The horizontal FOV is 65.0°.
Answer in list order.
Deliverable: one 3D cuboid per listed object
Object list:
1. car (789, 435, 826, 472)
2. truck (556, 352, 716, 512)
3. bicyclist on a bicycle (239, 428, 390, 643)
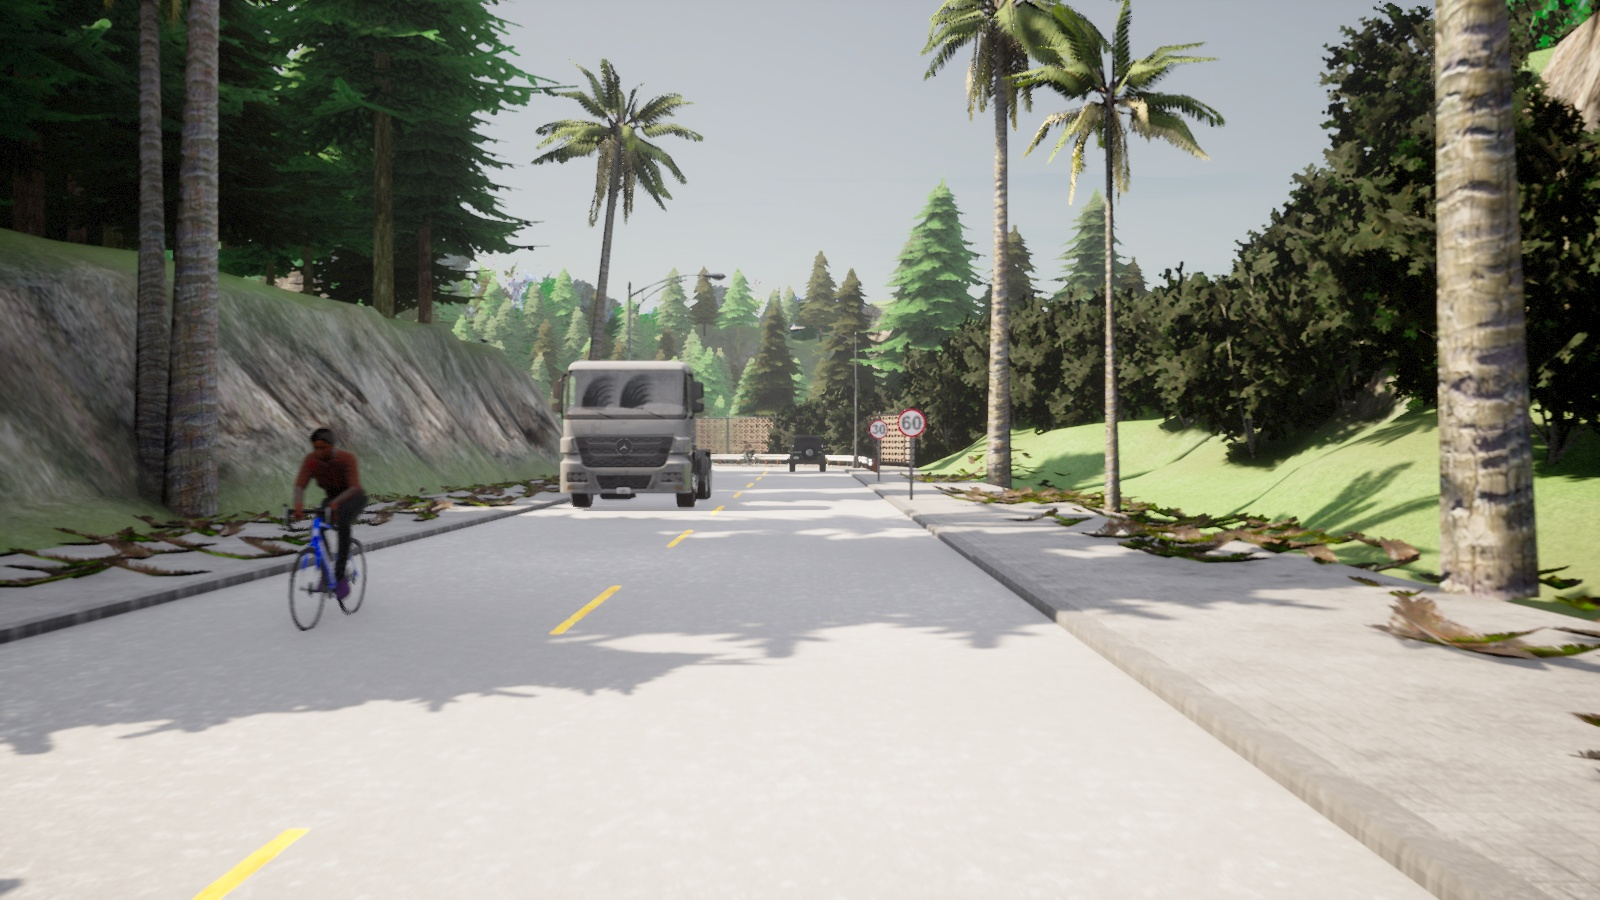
[{"bbox_3d":[0.395,0.171,65.921,1.905,1.878,3.866,0,0,0],"label":"car"},{"bbox_3d":[-3.803,-0.414,31.071,2.891,3.462,7.936,0,0,0],"label":"truck"},{"bbox_3d":[-3.926,0.638,10.279,0.582,1.620,1.656,0,1,0],"label":"bicyclist on a bicycle"}]
